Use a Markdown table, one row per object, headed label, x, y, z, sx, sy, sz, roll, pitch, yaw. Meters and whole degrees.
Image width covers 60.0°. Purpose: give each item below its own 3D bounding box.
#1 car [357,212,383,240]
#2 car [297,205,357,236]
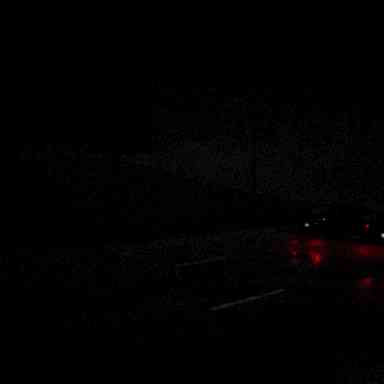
| label | x | y | z | sx | sy | sz | roll | pitch | yaw |
| --- | --- | --- | --- | --- | --- | --- | --- | --- | --- |
| car | 9.778 | 1.496 | 15.089 | 4.718 | 1.301 | 1.895 | 0 | 0 | -36 |
| car | 7.515 | 1.424 | 17.870 | 4.674 | 1.442 | 1.812 | 0 | 0 | -38 |
